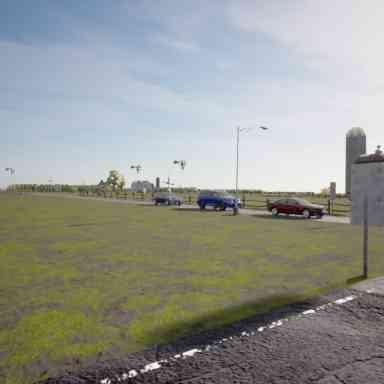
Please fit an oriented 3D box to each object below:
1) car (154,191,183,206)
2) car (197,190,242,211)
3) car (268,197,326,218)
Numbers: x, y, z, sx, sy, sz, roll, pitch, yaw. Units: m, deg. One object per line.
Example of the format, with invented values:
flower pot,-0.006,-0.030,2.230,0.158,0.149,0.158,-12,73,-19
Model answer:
car,-3.126,0.827,43.304,2.097,1.767,4.553,1,0,-36
car,2.776,0.837,35.187,2.150,2.045,5.566,1,0,-36
car,8.526,1.234,27.275,1.882,1.535,5.008,1,0,-36
